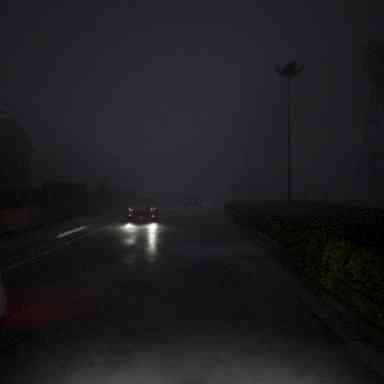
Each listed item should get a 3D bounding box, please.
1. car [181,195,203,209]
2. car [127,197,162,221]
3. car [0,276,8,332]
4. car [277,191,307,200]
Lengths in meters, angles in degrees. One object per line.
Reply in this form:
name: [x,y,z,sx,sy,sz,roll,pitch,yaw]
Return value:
car: [0.073,1.110,41.300,2.097,1.767,4.553,0,0,0]
car: [-3.516,1.204,25.285,2.097,1.767,4.553,0,0,0]
car: [-3.601,1.507,3.101,1.812,1.442,4.674,0,0,0]
car: [17.758,0.881,58.220,5.566,2.045,2.150,0,0,0]
